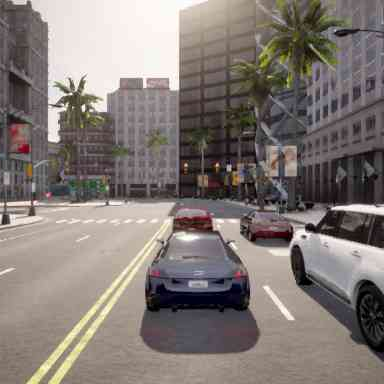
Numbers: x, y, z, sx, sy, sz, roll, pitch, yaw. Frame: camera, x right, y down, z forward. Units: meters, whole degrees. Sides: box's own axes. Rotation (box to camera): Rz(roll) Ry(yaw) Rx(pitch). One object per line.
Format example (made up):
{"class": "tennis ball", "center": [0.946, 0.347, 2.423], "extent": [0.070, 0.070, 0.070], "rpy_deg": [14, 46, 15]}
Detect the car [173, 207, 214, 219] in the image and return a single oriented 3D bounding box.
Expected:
{"class": "car", "center": [0.086, 1.478, 16.756], "extent": [1.882, 1.535, 5.008], "rpy_deg": [0, 0, 2]}

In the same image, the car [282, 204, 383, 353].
{"class": "car", "center": [3.599, 1.222, 6.265], "extent": [2.150, 2.045, 5.566], "rpy_deg": [0, 0, 0]}

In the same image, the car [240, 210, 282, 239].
{"class": "car", "center": [3.593, 1.564, 16.635], "extent": [1.994, 1.385, 4.181], "rpy_deg": [0, 0, 0]}

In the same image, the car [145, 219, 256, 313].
{"class": "car", "center": [0.087, 1.562, 7.770], "extent": [1.994, 1.385, 4.181], "rpy_deg": [0, 0, -1]}
